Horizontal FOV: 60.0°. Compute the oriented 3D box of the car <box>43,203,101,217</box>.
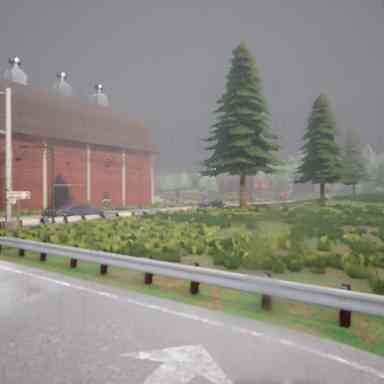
[{"bbox_3d":[-10.766,1.718,30.305,2.033,1.411,5.357,0,0,37],"label":"car"}]

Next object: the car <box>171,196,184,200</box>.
[{"bbox_3d":[-3.925,1.824,85.346,1.816,1.474,4.193,0,0,36],"label":"car"}]

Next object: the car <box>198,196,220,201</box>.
[{"bbox_3d":[2.802,1.676,48.515,1.837,1.490,4.892,0,-1,37],"label":"car"}]
